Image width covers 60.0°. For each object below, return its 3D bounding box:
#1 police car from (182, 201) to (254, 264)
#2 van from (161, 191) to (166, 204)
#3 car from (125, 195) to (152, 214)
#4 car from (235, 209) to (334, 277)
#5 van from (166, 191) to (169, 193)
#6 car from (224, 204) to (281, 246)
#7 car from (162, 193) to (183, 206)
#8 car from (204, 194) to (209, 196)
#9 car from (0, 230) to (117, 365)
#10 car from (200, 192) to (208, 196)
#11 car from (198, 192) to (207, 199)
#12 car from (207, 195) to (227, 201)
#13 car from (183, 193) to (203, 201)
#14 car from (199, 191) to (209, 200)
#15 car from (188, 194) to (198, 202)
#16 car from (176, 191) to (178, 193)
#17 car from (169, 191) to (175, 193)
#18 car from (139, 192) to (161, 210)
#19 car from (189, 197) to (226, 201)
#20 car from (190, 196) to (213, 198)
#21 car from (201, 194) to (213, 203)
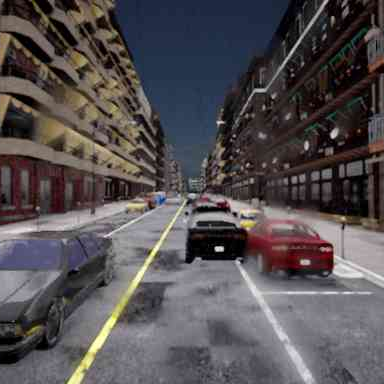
[{"bbox_3d":[0.694,1.324,11.613,1.930,1.638,5.238,0,0,-1],"label":"police car"},{"bbox_3d":[-5.193,0.967,48.642,1.690,1.788,3.998,2,0,0],"label":"van"},{"bbox_3d":[-5.232,1.269,31.883,1.752,1.417,4.829,2,0,0],"label":"car"},{"bbox_3d":[2.604,1.459,9.853,1.887,1.381,4.507,1,0,0],"label":"car"},{"bbox_3d":[-5.183,0.934,54.174,1.690,1.788,3.998,1,0,0],"label":"van"},{"bbox_3d":[2.616,1.392,15.554,1.752,1.417,4.829,1,0,0],"label":"car"},{"bbox_3d":[-2.742,1.235,47.443,1.895,1.301,4.718,0,0,0],"label":"car"},{"bbox_3d":[2.659,1.253,37.506,2.008,1.369,4.403,1,0,0],"label":"car"},{"bbox_3d":[-2.835,1.490,6.387,2.033,1.411,5.357,0,0,0],"label":"car"},{"bbox_3d":[2.693,1.138,54.097,1.887,1.381,4.507,1,0,0],"label":"car"},{"bbox_3d":[2.727,0.858,87.283,1.967,1.590,4.097,1,0,0],"label":"car"},{"bbox_3d":[2.648,1.287,31.974,1.887,1.381,4.507,1,0,0],"label":"car"},{"bbox_3d":[0.100,1.179,47.742,2.033,1.411,5.357,0,0,0],"label":"car"},{"bbox_3d":[2.708,0.785,76.219,2.192,1.841,5.009,1,0,0],"label":"car"},{"bbox_3d":[0.125,1.071,62.245,1.812,1.442,4.674,0,0,0],"label":"car"},{"bbox_3d":[-5.133,1.008,81.828,1.947,1.339,4.313,1,0,0],"label":"car"},{"bbox_3d":[-5.160,0.844,65.234,2.192,1.841,5.009,1,0,0],"label":"car"},{"bbox_3d":[-5.215,1.017,37.583,2.192,1.841,5.009,2,0,0],"label":"car"},{"bbox_3d":[0.867,1.325,21.527,1.837,1.490,4.892,0,0,0],"label":"car"},{"bbox_3d":[0.880,1.301,27.528,1.812,1.442,4.674,0,0,0],"label":"car"},{"bbox_3d":[2.704,1.105,59.627,1.887,1.381,4.507,1,0,0],"label":"car"}]
